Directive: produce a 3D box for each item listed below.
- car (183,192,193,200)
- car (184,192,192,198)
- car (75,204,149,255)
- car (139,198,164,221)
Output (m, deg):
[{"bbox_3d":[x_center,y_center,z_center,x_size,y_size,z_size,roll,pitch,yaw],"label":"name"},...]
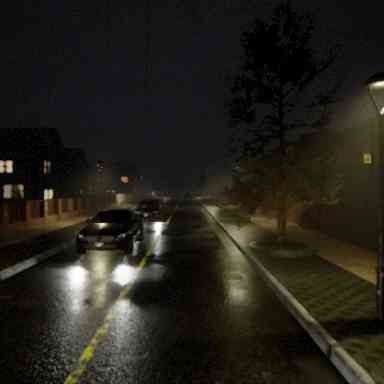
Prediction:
[{"bbox_3d":[-0.800,0.904,66.492,2.033,1.411,5.357,0,0,-1],"label":"car"},{"bbox_3d":[-0.929,0.671,76.910,1.812,1.442,4.674,0,0,-1],"label":"car"},{"bbox_3d":[-2.985,1.395,12.912,1.812,1.442,4.674,0,0,-1],"label":"car"},{"bbox_3d":[-3.108,1.246,24.769,1.837,1.490,4.892,0,2,0],"label":"car"}]
